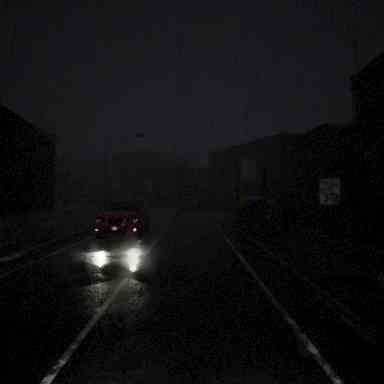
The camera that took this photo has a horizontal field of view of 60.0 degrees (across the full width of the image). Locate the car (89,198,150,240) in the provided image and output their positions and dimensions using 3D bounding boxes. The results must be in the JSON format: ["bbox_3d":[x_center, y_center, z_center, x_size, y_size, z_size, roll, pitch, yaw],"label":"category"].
[{"bbox_3d":[-3.623,1.359,18.260,2.150,2.045,5.566,0,0,0],"label":"car"}]

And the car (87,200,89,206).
[{"bbox_3d":[-16.557,1.828,58.323,2.128,1.511,4.902,2,-1,-45],"label":"car"}]
